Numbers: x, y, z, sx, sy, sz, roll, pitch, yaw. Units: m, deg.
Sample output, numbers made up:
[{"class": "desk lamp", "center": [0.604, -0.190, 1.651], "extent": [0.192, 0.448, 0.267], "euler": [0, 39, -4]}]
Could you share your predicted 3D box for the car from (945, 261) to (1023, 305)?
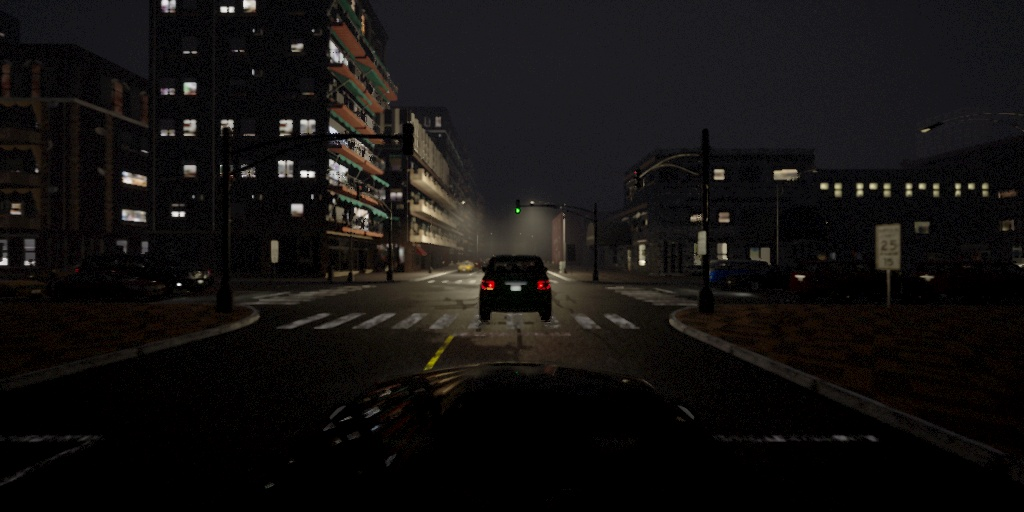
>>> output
[{"class": "car", "center": [20.440, 1.124, 15.599], "extent": [5.009, 1.841, 2.192], "euler": [0, 0, 0]}]

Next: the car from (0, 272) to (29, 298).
[{"class": "car", "center": [-22.963, 1.211, 15.482], "extent": [4.829, 1.417, 1.751], "euler": [0, 0, 0]}]

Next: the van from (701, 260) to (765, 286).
[{"class": "van", "center": [14.891, 1.173, 23.964], "extent": [3.998, 1.789, 1.690], "euler": [0, 0, 0]}]

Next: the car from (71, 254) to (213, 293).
[{"class": "car", "center": [-18.454, 0.929, 18.085], "extent": [5.566, 2.045, 2.150], "euler": [0, 0, 0]}]

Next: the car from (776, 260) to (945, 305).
[{"class": "car", "center": [14.916, 1.105, 15.584], "extent": [5.009, 1.841, 2.192], "euler": [0, 0, 0]}]

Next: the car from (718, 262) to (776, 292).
[{"class": "car", "center": [15.459, 1.299, 21.378], "extent": [5.008, 1.535, 1.882], "euler": [0, 0, 0]}]

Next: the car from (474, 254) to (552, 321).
[{"class": "car", "center": [0.103, 0.965, 12.520], "extent": [2.150, 2.045, 5.566], "euler": [0, 0, 0]}]

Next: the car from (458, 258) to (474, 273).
[{"class": "car", "center": [-5.704, 1.313, 44.847], "extent": [1.751, 1.417, 4.829], "euler": [0, 0, 0]}]

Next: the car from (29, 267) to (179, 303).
[{"class": "car", "center": [-17.471, 1.279, 15.496], "extent": [4.207, 1.307, 1.802], "euler": [0, 0, 0]}]
